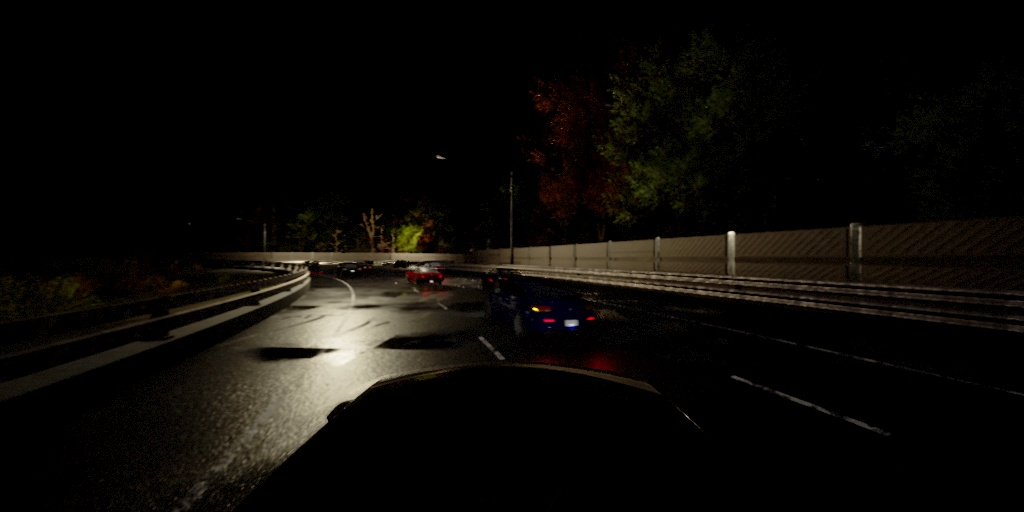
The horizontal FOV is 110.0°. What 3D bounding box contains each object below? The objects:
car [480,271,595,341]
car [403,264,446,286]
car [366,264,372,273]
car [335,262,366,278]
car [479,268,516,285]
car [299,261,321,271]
[{"bbox_3d":[0.603,1.338,10.171,1.812,1.442,4.674,0,0,-18],"label":"car"},{"bbox_3d":[-6.748,1.500,27.371,1.895,1.301,4.718,0,0,-28],"label":"car"},{"bbox_3d":[-20.223,1.522,47.255,2.033,1.411,5.357,1,-1,-41],"label":"car"},{"bbox_3d":[-17.045,1.484,37.372,1.994,1.385,4.181,1,-1,-35],"label":"car"},{"bbox_3d":[-0.595,1.458,22.532,1.994,1.385,4.181,0,0,-24],"label":"car"},{"bbox_3d":[-29.082,1.454,51.566,2.128,1.511,4.902,1,-1,-45],"label":"car"}]
